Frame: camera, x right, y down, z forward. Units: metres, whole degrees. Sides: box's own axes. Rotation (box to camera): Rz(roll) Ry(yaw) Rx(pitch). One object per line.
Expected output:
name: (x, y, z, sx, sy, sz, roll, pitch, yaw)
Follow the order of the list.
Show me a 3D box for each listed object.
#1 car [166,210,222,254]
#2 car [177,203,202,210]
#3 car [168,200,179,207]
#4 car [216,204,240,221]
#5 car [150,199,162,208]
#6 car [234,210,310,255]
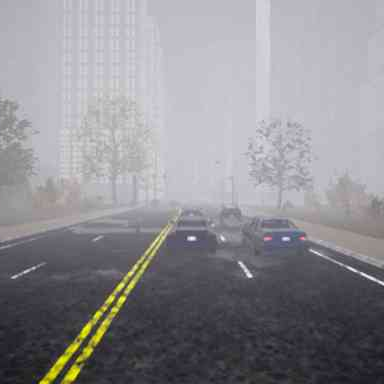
car: (-0.009, 1.705, 14.243, 1.994, 1.385, 4.181, 0, -1, 0)
car: (-0.027, 1.846, 29.272, 1.994, 1.385, 4.181, 0, 0, 0)
car: (-3.317, 2.163, 61.642, 1.895, 1.301, 4.718, 0, -1, 0)
car: (3.222, 1.774, 29.287, 2.128, 1.511, 4.902, 0, 0, 0)
car: (-6.569, 2.074, 61.433, 1.837, 1.490, 4.892, 0, -1, 0)
car: (3.236, 1.686, 13.981, 2.033, 1.411, 5.357, 0, -1, 0)
